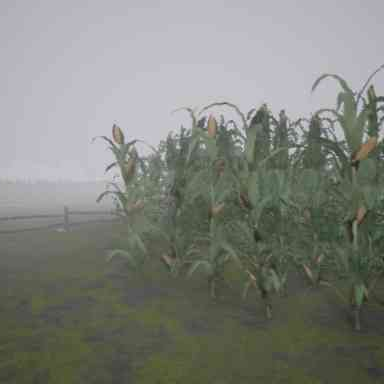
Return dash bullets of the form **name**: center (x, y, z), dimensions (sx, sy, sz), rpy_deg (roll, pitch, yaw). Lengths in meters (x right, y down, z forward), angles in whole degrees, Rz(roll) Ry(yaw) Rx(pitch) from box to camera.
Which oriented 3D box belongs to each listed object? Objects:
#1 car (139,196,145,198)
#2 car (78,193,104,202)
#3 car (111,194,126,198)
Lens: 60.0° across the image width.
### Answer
- **car**: center (-9.620, 0.836, 72.877), dimensions (1.895, 1.301, 4.718), rpy_deg (-1, 0, 35)
- **car**: center (-18.308, 1.004, 60.611), dimensions (2.128, 1.511, 4.902), rpy_deg (-1, 0, 35)
- **car**: center (-14.792, 0.667, 70.338), dimensions (1.895, 1.301, 4.718), rpy_deg (-1, 0, 35)
